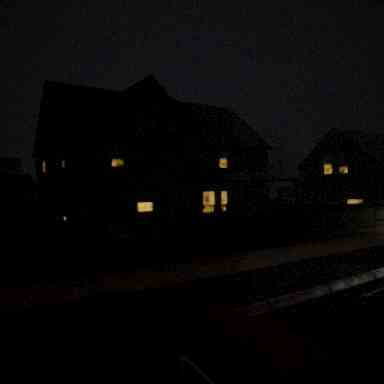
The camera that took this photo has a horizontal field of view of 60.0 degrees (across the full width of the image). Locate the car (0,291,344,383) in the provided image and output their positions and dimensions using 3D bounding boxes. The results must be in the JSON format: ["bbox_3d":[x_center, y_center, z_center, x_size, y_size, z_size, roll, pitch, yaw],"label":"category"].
[{"bbox_3d":[-1.052,1.601,2.321,4.718,1.301,1.895,0,0,-36],"label":"car"}]
